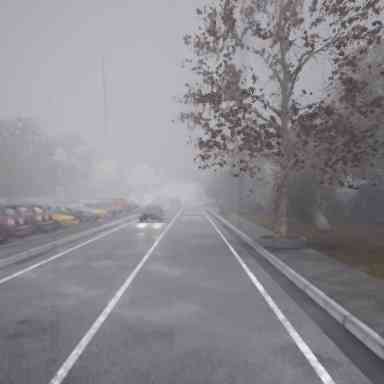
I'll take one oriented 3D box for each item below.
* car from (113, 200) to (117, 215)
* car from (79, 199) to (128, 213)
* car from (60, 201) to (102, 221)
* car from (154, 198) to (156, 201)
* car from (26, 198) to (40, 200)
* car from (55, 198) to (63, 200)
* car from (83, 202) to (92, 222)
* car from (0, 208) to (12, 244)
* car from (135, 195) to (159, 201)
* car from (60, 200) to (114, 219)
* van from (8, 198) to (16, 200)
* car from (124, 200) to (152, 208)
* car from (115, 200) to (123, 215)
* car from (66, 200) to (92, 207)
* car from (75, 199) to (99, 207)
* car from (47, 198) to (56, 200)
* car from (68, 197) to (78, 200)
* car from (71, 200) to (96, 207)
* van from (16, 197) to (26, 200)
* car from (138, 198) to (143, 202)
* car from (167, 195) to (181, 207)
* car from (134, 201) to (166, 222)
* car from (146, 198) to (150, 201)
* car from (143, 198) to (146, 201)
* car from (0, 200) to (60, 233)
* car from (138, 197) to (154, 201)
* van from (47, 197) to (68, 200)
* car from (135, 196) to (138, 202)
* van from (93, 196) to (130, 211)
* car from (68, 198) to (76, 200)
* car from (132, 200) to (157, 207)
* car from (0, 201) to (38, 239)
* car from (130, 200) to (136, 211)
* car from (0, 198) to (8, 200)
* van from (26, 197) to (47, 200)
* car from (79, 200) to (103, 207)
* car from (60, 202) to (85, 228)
[{"bbox_3d":[-10.250,1.824,32.577,4.792,1.488,2.163,0,-1,0],"label":"car"},{"bbox_3d":[-10.244,1.894,38.129,4.792,1.488,2.163,0,-1,0],"label":"car"},{"bbox_3d":[-10.292,1.725,27.026,4.892,1.521,2.231,0,-1,0],"label":"car"},{"bbox_3d":[-10.429,2.345,65.877,5.366,1.575,1.946,0,-1,0],"label":"car"},{"bbox_3d":[-23.352,1.935,43.762,5.008,1.535,2.097,0,-1,0],"label":"car"},{"bbox_3d":[-23.367,2.089,51.938,4.792,1.488,2.163,0,-1,0],"label":"car"},{"bbox_3d":[-10.282,1.690,24.250,4.892,1.521,2.231,0,-1,0],"label":"car"},{"bbox_3d":[-10.295,1.549,13.146,5.008,1.535,2.097,0,-1,0],"label":"car"},{"bbox_3d":[-10.269,2.156,68.658,5.566,2.045,2.435,0,-1,0],"label":"car"},{"bbox_3d":[-10.097,1.756,29.801,5.366,1.575,1.946,0,-1,0],"label":"car"},{"bbox_3d":[-23.236,1.640,38.225,4.442,1.987,1.878,0,-1,0],"label":"van"},{"bbox_3d":[-10.253,2.290,63.101,4.892,1.521,2.231,0,-1,0],"label":"car"},{"bbox_3d":[-10.247,1.859,35.353,4.792,1.488,2.163,0,-1,0],"label":"car"},{"bbox_3d":[-23.317,2.448,68.678,4.674,1.452,2.002,0,-1,0],"label":"car"},{"bbox_3d":[-23.345,2.398,74.096,4.553,1.767,2.185,0,-1,0],"label":"car"},{"bbox_3d":[-23.370,2.044,49.299,4.792,1.488,2.163,0,-1,0],"label":"car"},{"bbox_3d":[-23.358,1.979,60.377,5.566,2.045,2.435,0,-1,0],"label":"car"},{"bbox_3d":[-23.288,2.497,71.448,4.792,1.488,2.163,0,-1,0],"label":"car"},{"bbox_3d":[-23.467,1.675,40.996,4.442,1.987,1.878,0,-1,0],"label":"van"},{"bbox_3d":[-10.255,2.014,49.234,4.892,1.521,2.231,0,-1,0],"label":"car"},{"bbox_3d":[-3.402,2.048,69.329,2.150,2.045,5.566,0,-1,0],"label":"car"},{"bbox_3d":[-3.361,1.791,28.784,2.033,1.411,5.357,0,-1,0],"label":"car"},{"bbox_3d":[-10.070,2.108,54.653,5.366,1.575,1.946,0,-1,0],"label":"car"},{"bbox_3d":[-10.444,2.058,52.002,5.366,1.575,1.946,0,-1,0],"label":"car"},{"bbox_3d":[-10.263,1.494,18.700,4.553,1.767,2.185,0,-1,0],"label":"car"},{"bbox_3d":[-10.064,2.227,60.326,5.366,1.575,1.946,0,-1,0],"label":"car"},{"bbox_3d":[-23.452,1.887,54.714,4.442,1.987,1.878,0,-1,0],"label":"van"},{"bbox_3d":[-10.296,1.847,46.457,4.553,1.767,2.185,0,-1,0],"label":"car"},{"bbox_3d":[-10.387,1.674,40.909,4.442,1.987,1.878,0,-1,0],"label":"van"},{"bbox_3d":[-23.304,2.201,57.602,4.792,1.488,2.163,0,-1,0],"label":"car"},{"bbox_3d":[-10.243,2.467,71.428,5.008,1.535,2.097,0,-1,0],"label":"car"},{"bbox_3d":[-10.266,1.458,15.924,4.553,1.767,2.185,0,-1,0],"label":"car"},{"bbox_3d":[-10.297,1.964,43.682,4.792,1.488,2.163,0,-1,0],"label":"car"},{"bbox_3d":[-23.328,1.579,35.457,5.566,2.045,2.435,0,-1,0],"label":"car"},{"bbox_3d":[-23.236,1.748,46.551,4.442,1.987,1.878,0,-1,0],"label":"van"},{"bbox_3d":[-23.306,2.582,76.864,5.008,1.535,2.097,0,-1,0],"label":"car"},{"bbox_3d":[-10.106,1.651,21.474,5.366,1.575,1.946,0,-1,0],"label":"car"}]
